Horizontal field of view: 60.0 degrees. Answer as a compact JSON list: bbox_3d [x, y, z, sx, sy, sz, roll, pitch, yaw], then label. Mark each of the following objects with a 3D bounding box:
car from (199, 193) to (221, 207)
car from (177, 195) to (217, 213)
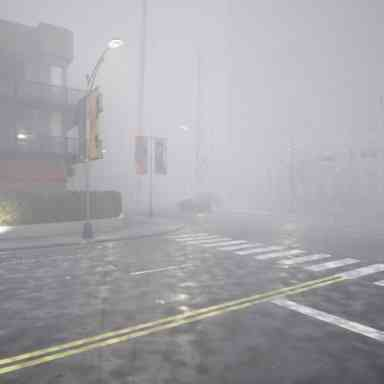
[{"bbox_3d":[1.984,1.221,48.812,2.150,2.045,5.566,0,0,-33],"label":"car"},{"bbox_3d":[0.219,1.478,37.104,1.882,1.535,5.008,0,0,-35],"label":"car"}]
